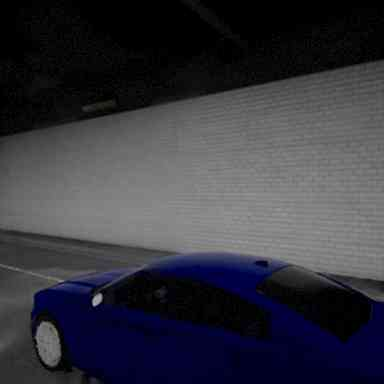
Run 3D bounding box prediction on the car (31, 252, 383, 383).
[{"bbox_3d":[0.055,1.478,3.952,5.008,1.535,1.882,0,0,36],"label":"car"}]
